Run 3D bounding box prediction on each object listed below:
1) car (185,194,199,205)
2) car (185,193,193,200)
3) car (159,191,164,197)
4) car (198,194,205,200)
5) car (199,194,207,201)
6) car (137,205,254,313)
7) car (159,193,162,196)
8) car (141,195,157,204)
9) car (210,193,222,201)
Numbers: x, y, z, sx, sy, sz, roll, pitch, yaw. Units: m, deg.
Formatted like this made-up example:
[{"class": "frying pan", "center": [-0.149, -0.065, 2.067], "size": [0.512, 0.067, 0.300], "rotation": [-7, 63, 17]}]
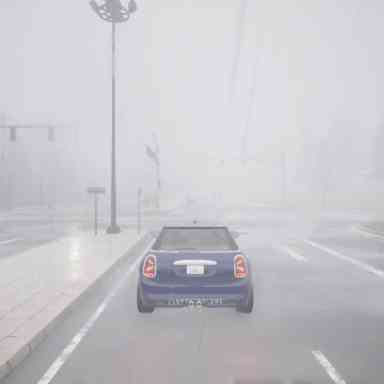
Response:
[{"class": "car", "center": [-0.161, 1.526, 54.646], "size": [1.812, 1.442, 4.674], "rotation": [0, 0, -1]}, {"class": "car", "center": [-0.814, 1.189, 95.506], "size": [2.150, 2.045, 5.566], "rotation": [0, 0, -1]}, {"class": "car", "center": [-8.722, 0.840, 89.684], "size": [2.150, 2.045, 5.566], "rotation": [0, 0, -1]}, {"class": "car", "center": [2.686, 1.442, 95.532], "size": [1.882, 1.535, 5.008], "rotation": [0, 0, -1]}, {"class": "car", "center": [2.851, 1.513, 85.208], "size": [1.812, 1.442, 4.674], "rotation": [0, 0, -1]}, {"class": "car", "center": [0.071, 1.352, 7.826], "size": [2.097, 1.767, 4.553], "rotation": [0, 0, 0]}, {"class": "car", "center": [-8.482, 1.540, 74.655], "size": [2.033, 1.411, 5.357], "rotation": [0, 0, -1]}, {"class": "car", "center": [-8.348, 1.351, 62.595], "size": [2.097, 1.767, 4.553], "rotation": [0, 0, -1]}, {"class": "car", "center": [6.356, 1.215, 84.937], "size": [2.150, 2.045, 5.566], "rotation": [0, 0, -1]}]
